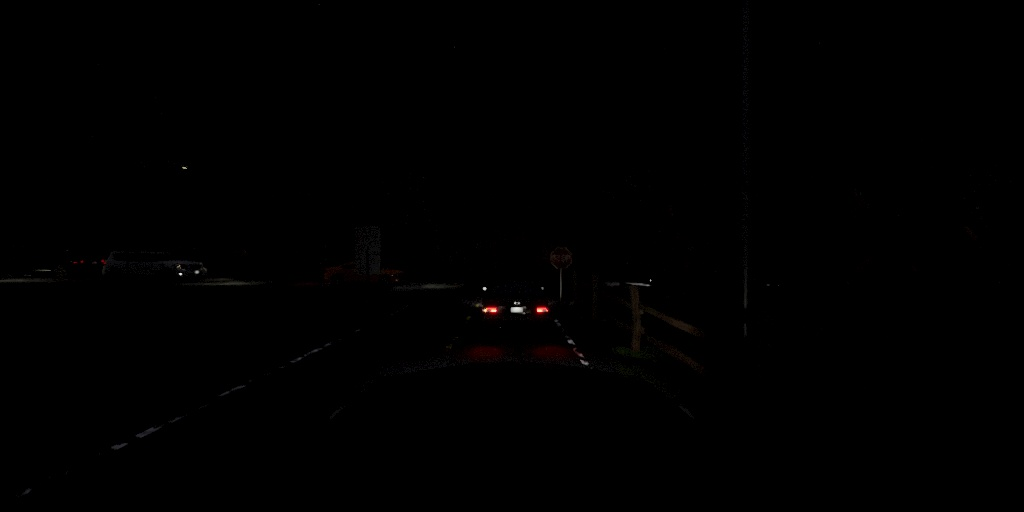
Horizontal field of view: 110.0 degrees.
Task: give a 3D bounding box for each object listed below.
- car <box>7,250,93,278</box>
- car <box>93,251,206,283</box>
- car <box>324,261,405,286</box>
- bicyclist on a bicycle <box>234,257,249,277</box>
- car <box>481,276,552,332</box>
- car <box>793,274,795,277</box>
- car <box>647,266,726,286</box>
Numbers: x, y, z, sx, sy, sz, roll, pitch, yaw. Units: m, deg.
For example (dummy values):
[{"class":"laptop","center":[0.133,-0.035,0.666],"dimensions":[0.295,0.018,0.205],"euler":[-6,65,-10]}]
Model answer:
[{"class":"car","center":[-34.072,0.557,26.929],"dimensions":[5.566,2.045,2.150],"euler":[1,0,0]},{"class":"car","center":[-23.734,0.703,23.885],"dimensions":[5.566,2.045,2.150],"euler":[0,0,0]},{"class":"car","center":[-9.692,1.131,23.760],"dimensions":[5.008,1.535,1.882],"euler":[0,0,1]},{"class":"bicyclist on a bicycle","center":[-22.504,0.928,29.853],"dimensions":[0.582,1.620,1.656],"euler":[1,0,1]},{"class":"car","center":[0.060,1.296,10.844],"dimensions":[2.033,1.411,5.357],"euler":[0,0,-1]},{"class":"car","center":[23.298,1.534,26.414],"dimensions":[4.892,1.490,1.837],"euler":[1,0,0]},{"class":"car","center":[12.920,1.456,26.509],"dimensions":[5.357,1.411,2.033],"euler":[1,0,0]}]
